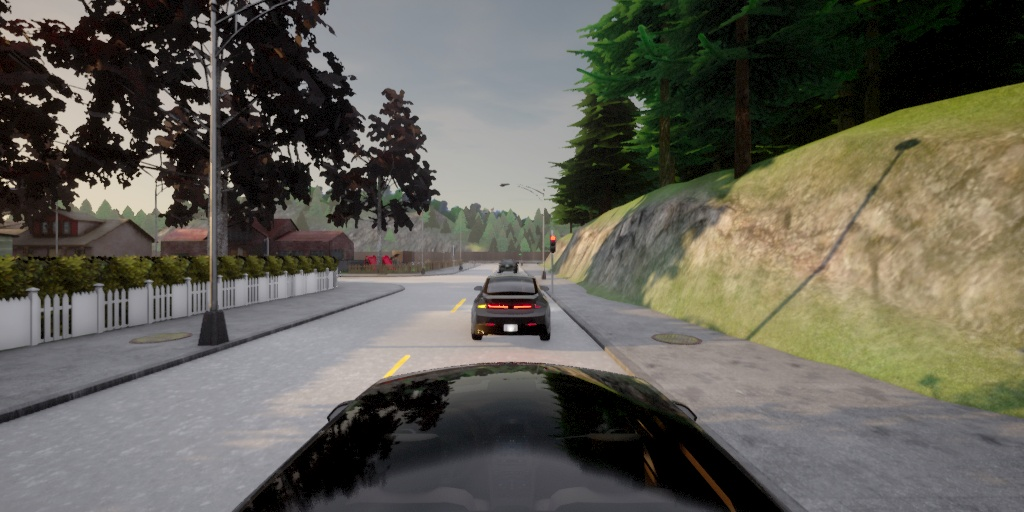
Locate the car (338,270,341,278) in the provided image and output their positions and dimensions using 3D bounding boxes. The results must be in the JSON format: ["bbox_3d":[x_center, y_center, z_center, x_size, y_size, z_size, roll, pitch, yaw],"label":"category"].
[{"bbox_3d":[-15.868,1.270,28.071,4.674,1.442,1.812,0,0,0],"label":"car"}]

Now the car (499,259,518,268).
[{"bbox_3d":[-0.413,1.094,42.302,2.097,1.767,4.553,0,0,3],"label":"car"}]

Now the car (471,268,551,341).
[{"bbox_3d":[-0.017,1.253,9.914,1.837,1.490,4.892,0,0,0],"label":"car"}]
